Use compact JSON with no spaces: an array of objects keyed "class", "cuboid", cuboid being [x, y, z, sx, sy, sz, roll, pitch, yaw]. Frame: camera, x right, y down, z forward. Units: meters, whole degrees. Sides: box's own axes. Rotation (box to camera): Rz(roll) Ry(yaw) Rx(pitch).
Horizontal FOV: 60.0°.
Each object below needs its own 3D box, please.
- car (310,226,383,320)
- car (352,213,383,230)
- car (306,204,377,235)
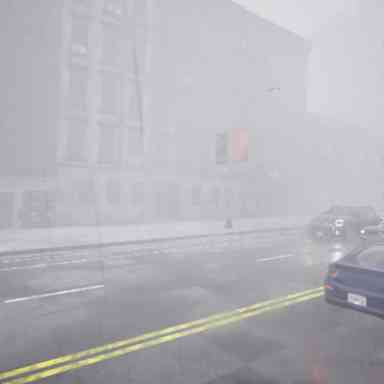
[{"class":"car","cuboid":[4.516,1.569,6.668,4.674,1.442,1.812,0,0,-36]},{"class":"car","cuboid":[9.109,1.701,14.186,4.718,1.301,1.895,0,0,-36]},{"class":"car","cuboid":[8.007,1.460,17.392,4.553,1.767,2.097,1,0,-36]}]
